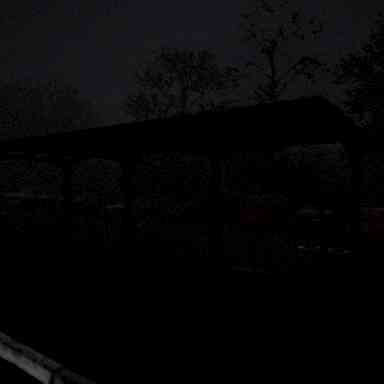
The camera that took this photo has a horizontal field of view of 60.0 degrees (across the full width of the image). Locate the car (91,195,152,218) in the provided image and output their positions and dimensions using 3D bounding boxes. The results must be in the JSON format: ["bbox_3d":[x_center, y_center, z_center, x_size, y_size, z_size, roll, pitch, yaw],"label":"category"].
[{"bbox_3d":[-4.776,1.120,25.815,1.946,1.575,5.366,1,1,35],"label":"car"}]

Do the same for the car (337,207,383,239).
[{"bbox_3d":[8.920,1.466,16.343,2.097,1.535,5.008,1,1,35],"label":"car"}]

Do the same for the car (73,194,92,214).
[{"bbox_3d":[-6.917,1.095,27.593,2.163,1.488,4.792,1,1,35],"label":"car"}]

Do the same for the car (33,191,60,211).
[{"bbox_3d":[-11.460,0.951,30.780,2.097,1.535,5.008,1,1,35],"label":"car"}]

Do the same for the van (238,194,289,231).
[{"bbox_3d":[4.463,1.126,19.646,1.878,1.987,4.442,1,1,35],"label":"van"}]

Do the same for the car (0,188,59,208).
[{"bbox_3d":[-16.006,0.585,33.956,2.435,2.045,5.566,1,1,35],"label":"car"}]

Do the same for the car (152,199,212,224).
[{"bbox_3d":[-0.155,1.267,22.736,2.163,1.488,4.792,1,1,35],"label":"car"}]

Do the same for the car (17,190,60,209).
[{"bbox_3d":[-13.726,0.894,32.383,2.097,1.535,5.008,1,1,35],"label":"car"}]

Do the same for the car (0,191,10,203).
[{"bbox_3d":[-25.071,0.625,40.370,2.163,1.488,4.792,2,1,35],"label":"car"}]

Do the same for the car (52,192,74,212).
[{"bbox_3d":[-9.194,1.009,29.177,2.231,1.521,4.892,1,1,35],"label":"car"}]

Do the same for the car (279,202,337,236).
[{"bbox_3d":[6.653,1.449,17.949,2.002,1.452,4.674,1,1,35],"label":"car"}]
